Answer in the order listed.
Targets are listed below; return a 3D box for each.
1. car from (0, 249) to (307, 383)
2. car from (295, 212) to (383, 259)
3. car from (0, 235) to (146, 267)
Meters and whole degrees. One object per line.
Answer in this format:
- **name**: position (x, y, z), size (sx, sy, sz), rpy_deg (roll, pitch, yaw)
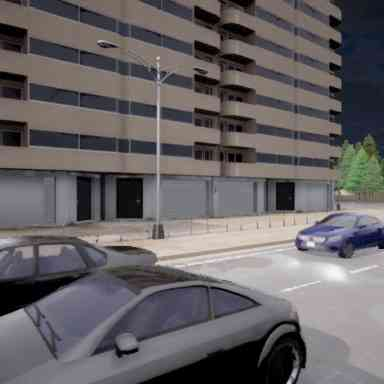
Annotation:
- **car**: position (-0.690, 1.563, 3.523), size (4.181, 1.385, 1.994), rpy_deg (0, 0, -36)
- **car**: position (5.910, 1.525, 12.717), size (4.674, 1.442, 1.812), rpy_deg (0, 0, -37)
- **car**: position (-3.136, 1.548, 6.079), size (5.357, 1.411, 2.033), rpy_deg (0, 0, -36)
